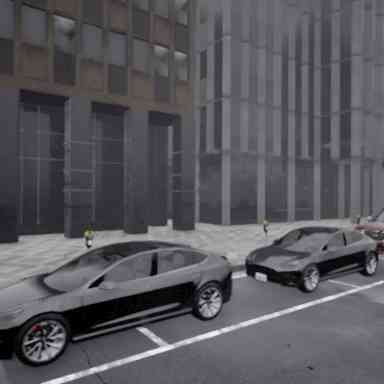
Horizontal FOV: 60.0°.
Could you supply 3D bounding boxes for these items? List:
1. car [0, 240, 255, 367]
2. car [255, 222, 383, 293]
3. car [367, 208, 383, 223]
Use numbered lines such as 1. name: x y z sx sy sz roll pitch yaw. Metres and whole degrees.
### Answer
1. car: -1.192 1.588 5.801 4.313 1.339 1.947 1 -1 -35
2. car: 3.397 1.642 9.073 4.313 1.339 1.947 1 -1 -35
3. car: 7.988 1.445 12.348 5.009 1.841 2.192 1 -1 -35
